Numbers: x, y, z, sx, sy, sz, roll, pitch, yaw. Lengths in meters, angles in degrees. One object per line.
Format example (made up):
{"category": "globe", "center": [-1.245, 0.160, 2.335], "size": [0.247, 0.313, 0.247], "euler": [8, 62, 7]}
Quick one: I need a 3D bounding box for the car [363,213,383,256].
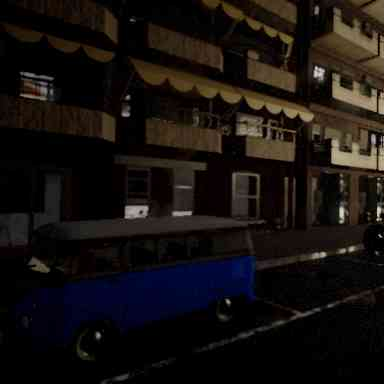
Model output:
{"category": "car", "center": [8.242, 1.323, 11.952], "size": [5.009, 1.841, 2.192], "euler": [0, 1, -35]}

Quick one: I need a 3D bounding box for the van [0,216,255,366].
{"category": "van", "center": [-0.762, 1.342, 5.528], "size": [3.998, 1.788, 1.690], "euler": [0, 1, -35]}
